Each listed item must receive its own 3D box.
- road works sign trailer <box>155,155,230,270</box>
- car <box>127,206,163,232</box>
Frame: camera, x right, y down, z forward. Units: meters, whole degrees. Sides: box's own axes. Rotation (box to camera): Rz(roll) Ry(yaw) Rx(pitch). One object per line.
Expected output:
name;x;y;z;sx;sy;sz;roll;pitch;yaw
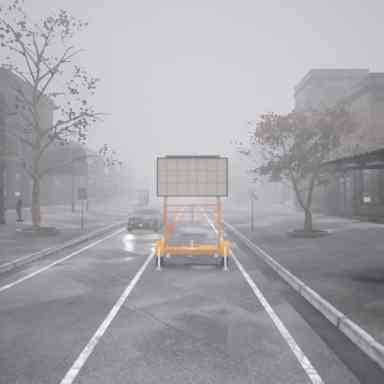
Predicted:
road works sign trailer;0.008;0.560;11.359;2.380;3.560;2.880;0;-1;0
car;-2.986;1.706;21.681;1.837;1.490;4.892;0;-1;0
